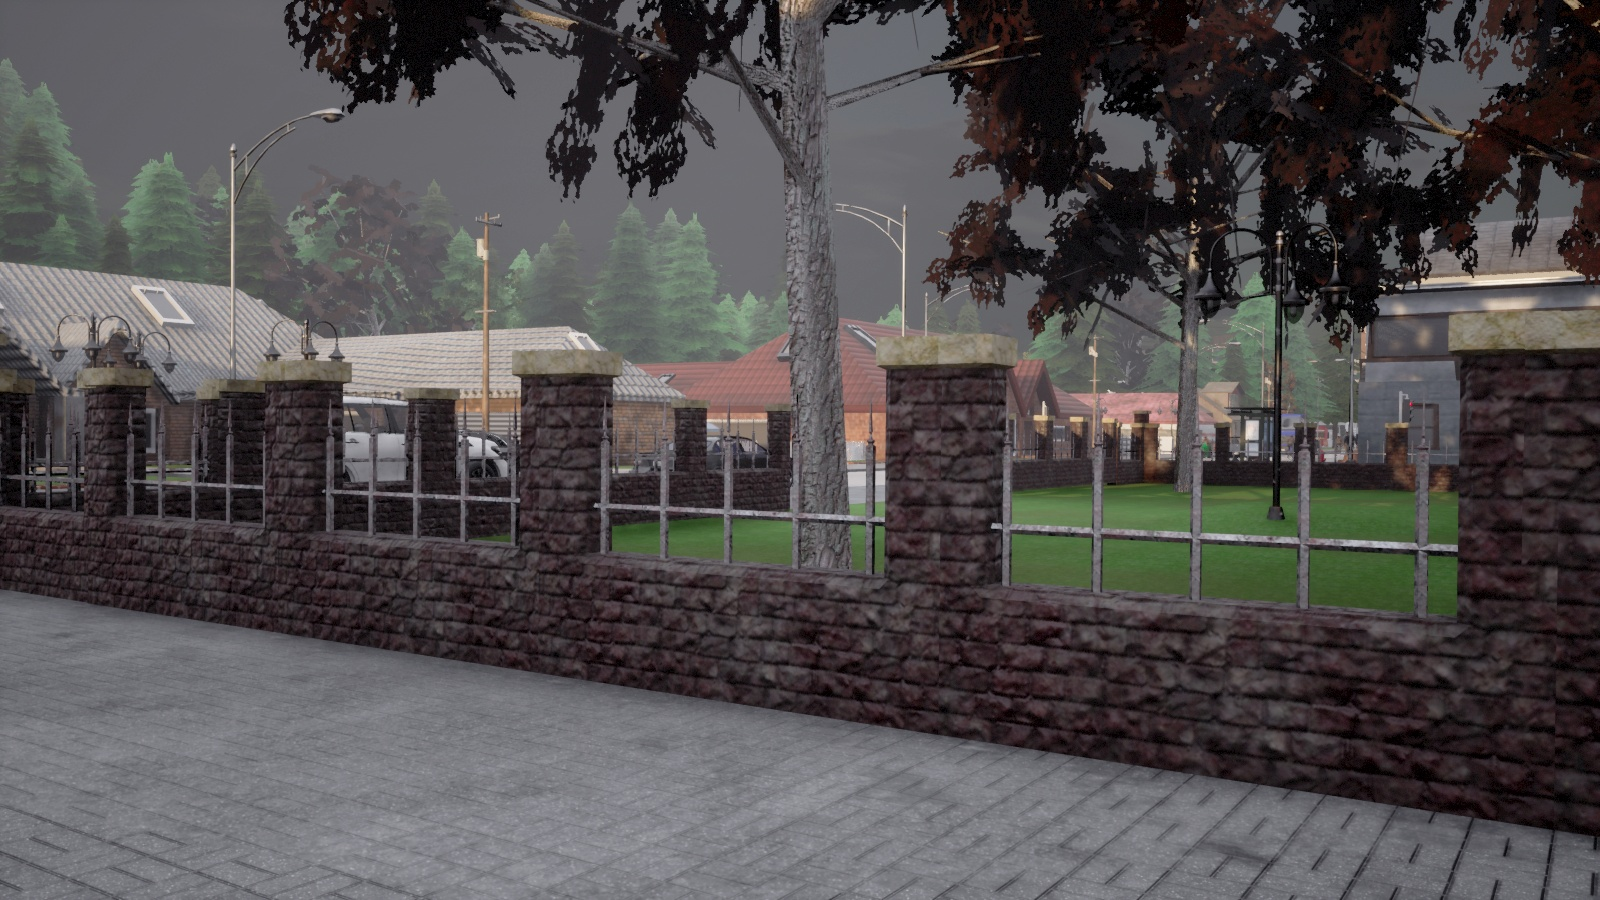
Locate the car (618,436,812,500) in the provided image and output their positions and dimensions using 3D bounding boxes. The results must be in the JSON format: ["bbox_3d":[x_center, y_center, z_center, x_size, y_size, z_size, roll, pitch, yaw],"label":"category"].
[{"bbox_3d":[-1.944,0.375,30.879,2.033,1.411,5.357,0,1,31],"label":"car"}]

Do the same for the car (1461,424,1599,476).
[{"bbox_3d":[23.066,-0.023,38.337,5.008,1.535,1.882,0,1,30],"label":"car"}]

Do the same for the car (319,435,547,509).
[{"bbox_3d":[-8.109,0.424,28.255,1.837,1.490,4.892,0,1,33],"label":"car"}]

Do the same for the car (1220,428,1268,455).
[{"bbox_3d":[26.196,-0.501,73.989,1.845,1.501,3.633,0,1,33],"label":"car"}]

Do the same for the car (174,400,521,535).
[{"bbox_3d":[-7.683,0.219,22.017,2.150,2.045,5.566,0,1,32],"label":"car"}]
